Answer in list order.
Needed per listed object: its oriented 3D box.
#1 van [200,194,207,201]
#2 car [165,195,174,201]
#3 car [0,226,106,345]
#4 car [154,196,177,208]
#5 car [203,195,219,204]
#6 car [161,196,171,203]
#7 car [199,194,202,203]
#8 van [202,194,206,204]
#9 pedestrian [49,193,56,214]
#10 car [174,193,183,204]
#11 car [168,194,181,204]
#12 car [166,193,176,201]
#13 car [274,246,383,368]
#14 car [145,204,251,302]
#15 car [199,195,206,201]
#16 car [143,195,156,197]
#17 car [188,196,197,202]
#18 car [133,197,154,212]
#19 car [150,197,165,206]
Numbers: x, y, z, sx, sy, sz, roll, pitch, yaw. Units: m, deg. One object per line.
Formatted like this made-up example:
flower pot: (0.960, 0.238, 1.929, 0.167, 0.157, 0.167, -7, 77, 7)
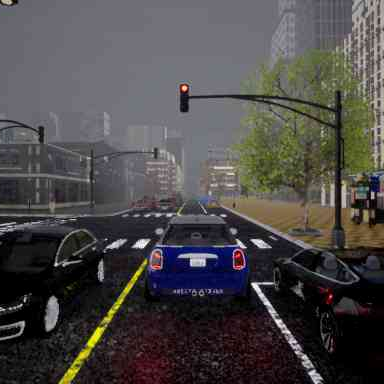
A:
van: (2.806, 1.349, 82.636, 1.690, 1.788, 3.998, 0, 0, 0)
car: (-5.576, 1.559, 82.645, 2.008, 1.369, 4.403, 0, 0, 0)
car: (-3.092, 1.507, 6.672, 1.837, 1.490, 4.892, 0, -1, 0)
car: (-3.041, 1.528, 38.522, 1.812, 1.442, 4.674, 0, 0, -2)
car: (2.752, 1.528, 43.948, 1.752, 1.417, 4.829, 0, 0, 0)
car: (-5.591, 1.532, 71.373, 1.752, 1.417, 4.829, 0, 0, 0)
car: (2.774, 1.556, 60.432, 2.008, 1.369, 4.403, 0, 0, 0)
van: (2.761, 1.345, 49.330, 1.690, 1.788, 3.998, 0, 0, 0)
pedestrian: (-12.709, 1.039, 30.250, 0.375, 1.860, 0.375, 0, -1, -1)
car: (-2.933, 1.229, 66.303, 2.150, 2.045, 5.566, 0, 0, 1)
car: (-3.030, 1.482, 50.471, 1.882, 1.535, 5.008, 0, 0, 0)
car: (-5.568, 1.324, 88.196, 2.192, 1.841, 5.009, 0, 0, 0)
car: (2.701, 1.566, 5.749, 1.947, 1.339, 4.313, 0, 0, 0)
car: (0.112, 1.353, 8.417, 2.097, 1.767, 4.553, 0, 0, 0)
car: (2.812, 1.534, 88.357, 1.752, 1.417, 4.829, 0, 0, 0)
car: (-5.627, 1.318, 43.787, 2.192, 1.841, 5.009, 0, 0, 0)
car: (0.107, 1.548, 79.251, 2.033, 1.411, 5.357, 0, 0, 0)
car: (-5.636, 1.585, 38.236, 1.802, 1.307, 4.206, 0, 0, 0)
car: (-5.613, 1.555, 54.890, 2.008, 1.369, 4.403, 0, 0, 0)
